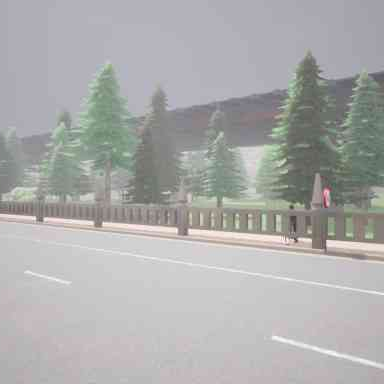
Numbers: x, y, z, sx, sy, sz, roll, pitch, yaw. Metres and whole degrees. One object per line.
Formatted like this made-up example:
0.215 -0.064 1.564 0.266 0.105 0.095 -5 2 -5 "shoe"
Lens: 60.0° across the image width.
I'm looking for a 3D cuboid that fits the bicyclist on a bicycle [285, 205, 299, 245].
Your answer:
4.110 1.343 13.596 0.582 1.620 1.656 0 -3 35 "bicyclist on a bicycle"
